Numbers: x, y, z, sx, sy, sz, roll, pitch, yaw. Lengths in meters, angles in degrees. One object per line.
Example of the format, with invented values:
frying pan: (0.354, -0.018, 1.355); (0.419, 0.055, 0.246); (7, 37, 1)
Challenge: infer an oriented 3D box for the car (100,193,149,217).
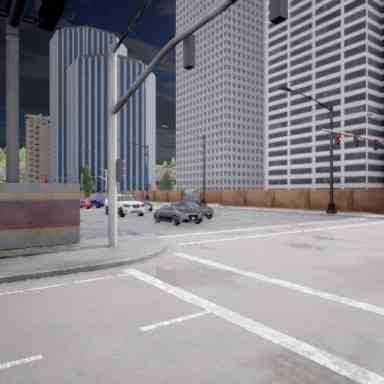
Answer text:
car: (-6.438, 1.221, 31.349); (2.150, 2.045, 5.566); (0, 0, -35)

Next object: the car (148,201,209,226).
car: (-1.055, 1.564, 23.713); (1.994, 1.385, 4.181); (0, 0, -35)

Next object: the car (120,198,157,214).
car: (-6.054, 1.491, 36.889); (2.128, 1.511, 4.902); (0, 0, -35)

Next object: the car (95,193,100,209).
car: (-12.654, 1.223, 46.282); (2.150, 2.045, 5.566); (0, 0, -35)

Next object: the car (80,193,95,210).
car: (-15.009, 1.213, 43.550); (2.150, 2.045, 5.566); (0, 1, -35)

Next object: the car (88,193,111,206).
car: (-16.081, 1.220, 57.536); (2.150, 2.045, 5.566); (0, 0, -35)

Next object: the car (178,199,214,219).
car: (-0.091, 1.504, 28.420); (1.837, 1.490, 4.892); (0, 0, -35)

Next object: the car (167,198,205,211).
car: (-0.847, 1.547, 41.988); (2.033, 1.411, 5.357); (0, 0, -35)
